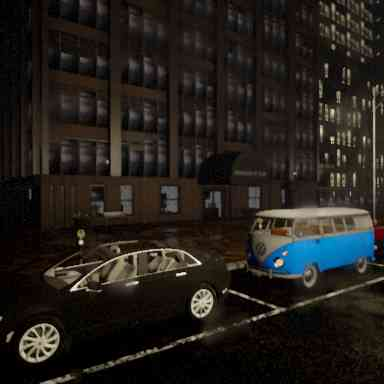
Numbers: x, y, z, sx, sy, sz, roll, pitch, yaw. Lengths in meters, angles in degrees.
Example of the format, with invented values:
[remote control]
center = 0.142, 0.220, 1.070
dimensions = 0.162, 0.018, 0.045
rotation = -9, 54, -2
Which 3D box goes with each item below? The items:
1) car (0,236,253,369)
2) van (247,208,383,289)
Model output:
[car]
center = -1.309, 1.549, 5.625
dimensions = 4.403, 1.369, 2.008
rotation = 0, 0, -35
[van]
center = 3.190, 1.336, 8.827
dimensions = 3.998, 1.788, 1.690
rotation = 0, 0, -35
